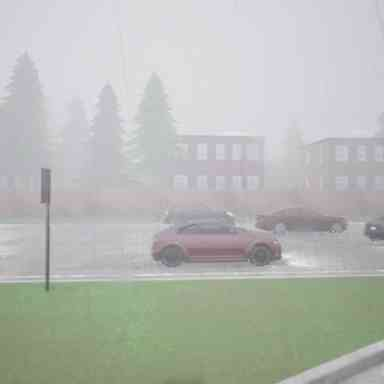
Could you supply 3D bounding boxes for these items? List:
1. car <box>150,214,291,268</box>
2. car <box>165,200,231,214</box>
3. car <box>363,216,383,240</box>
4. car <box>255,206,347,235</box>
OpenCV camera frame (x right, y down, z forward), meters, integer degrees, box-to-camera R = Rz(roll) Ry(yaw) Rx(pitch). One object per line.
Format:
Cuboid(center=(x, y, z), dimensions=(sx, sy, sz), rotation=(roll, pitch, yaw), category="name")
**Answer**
Cuboid(center=(0.737, 1.580, 10.854), dimensions=(4.181, 1.385, 1.994), rotation=(0, 0, -5), category="car")
Cuboid(center=(0.427, 1.382, 21.361), dimensions=(4.553, 1.767, 2.097), rotation=(0, 0, -5), category="car")
Cuboid(center=(10.123, 1.608, 15.136), dimensions=(4.181, 1.385, 1.994), rotation=(0, 0, -5), category="car")
Cuboid(center=(5.912, 1.516, 18.296), dimensions=(5.008, 1.535, 1.882), rotation=(0, 0, -5), category="car")
